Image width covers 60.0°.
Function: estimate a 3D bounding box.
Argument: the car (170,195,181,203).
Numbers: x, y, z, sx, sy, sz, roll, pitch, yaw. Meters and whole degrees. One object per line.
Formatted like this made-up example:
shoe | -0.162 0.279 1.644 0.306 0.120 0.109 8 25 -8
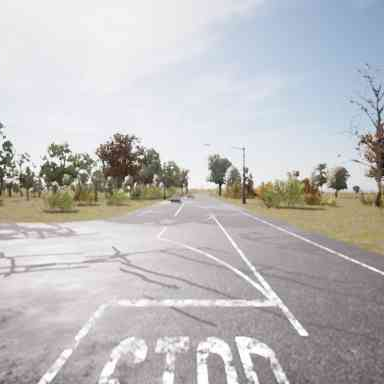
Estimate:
car | -3.235 1.408 64.572 1.882 1.535 5.008 0 0 0
